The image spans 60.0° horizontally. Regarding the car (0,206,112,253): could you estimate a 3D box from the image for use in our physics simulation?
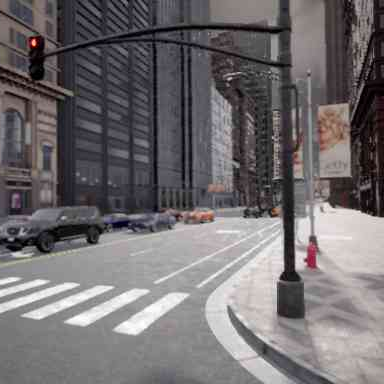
[{"bbox_3d":[-6.785,1.762,16.903,2.150,2.045,5.566,-1,-2,22],"label":"car"}]

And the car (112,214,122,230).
[{"bbox_3d":[-6.401,2.438,26.684,1.895,1.301,4.718,-1,-2,22],"label":"car"}]

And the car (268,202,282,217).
[{"bbox_3d":[12.742,2.627,48.046,2.097,1.767,4.553,-1,-2,22],"label":"car"}]

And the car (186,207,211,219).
[{"bbox_3d":[0.905,2.845,45.030,1.812,1.442,4.674,-1,-2,22],"label":"car"}]

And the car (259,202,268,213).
[{"bbox_3d":[12.499,2.765,56.299,2.150,2.045,5.566,-1,-2,23],"label":"car"}]

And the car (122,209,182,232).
[{"bbox_3d":[-3.011,2.335,26.421,2.033,1.411,5.357,-1,-2,21],"label":"car"}]

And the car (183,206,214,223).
[{"bbox_3d":[0.753,2.387,35.873,2.097,1.767,4.553,-1,-2,22],"label":"car"}]

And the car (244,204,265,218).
[{"bbox_3d":[8.428,2.765,45.957,1.837,1.490,4.892,-1,-2,21],"label":"car"}]
